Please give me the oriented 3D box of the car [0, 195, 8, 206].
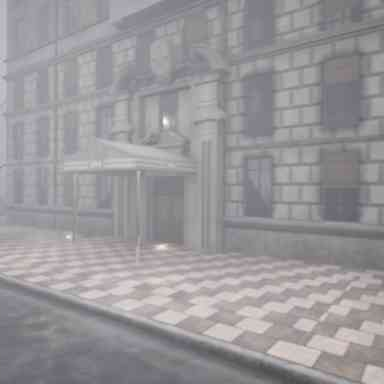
[{"bbox_3d":[-23.667,1.156,41.595,1.812,1.442,4.674,1,0,36],"label":"car"}]
